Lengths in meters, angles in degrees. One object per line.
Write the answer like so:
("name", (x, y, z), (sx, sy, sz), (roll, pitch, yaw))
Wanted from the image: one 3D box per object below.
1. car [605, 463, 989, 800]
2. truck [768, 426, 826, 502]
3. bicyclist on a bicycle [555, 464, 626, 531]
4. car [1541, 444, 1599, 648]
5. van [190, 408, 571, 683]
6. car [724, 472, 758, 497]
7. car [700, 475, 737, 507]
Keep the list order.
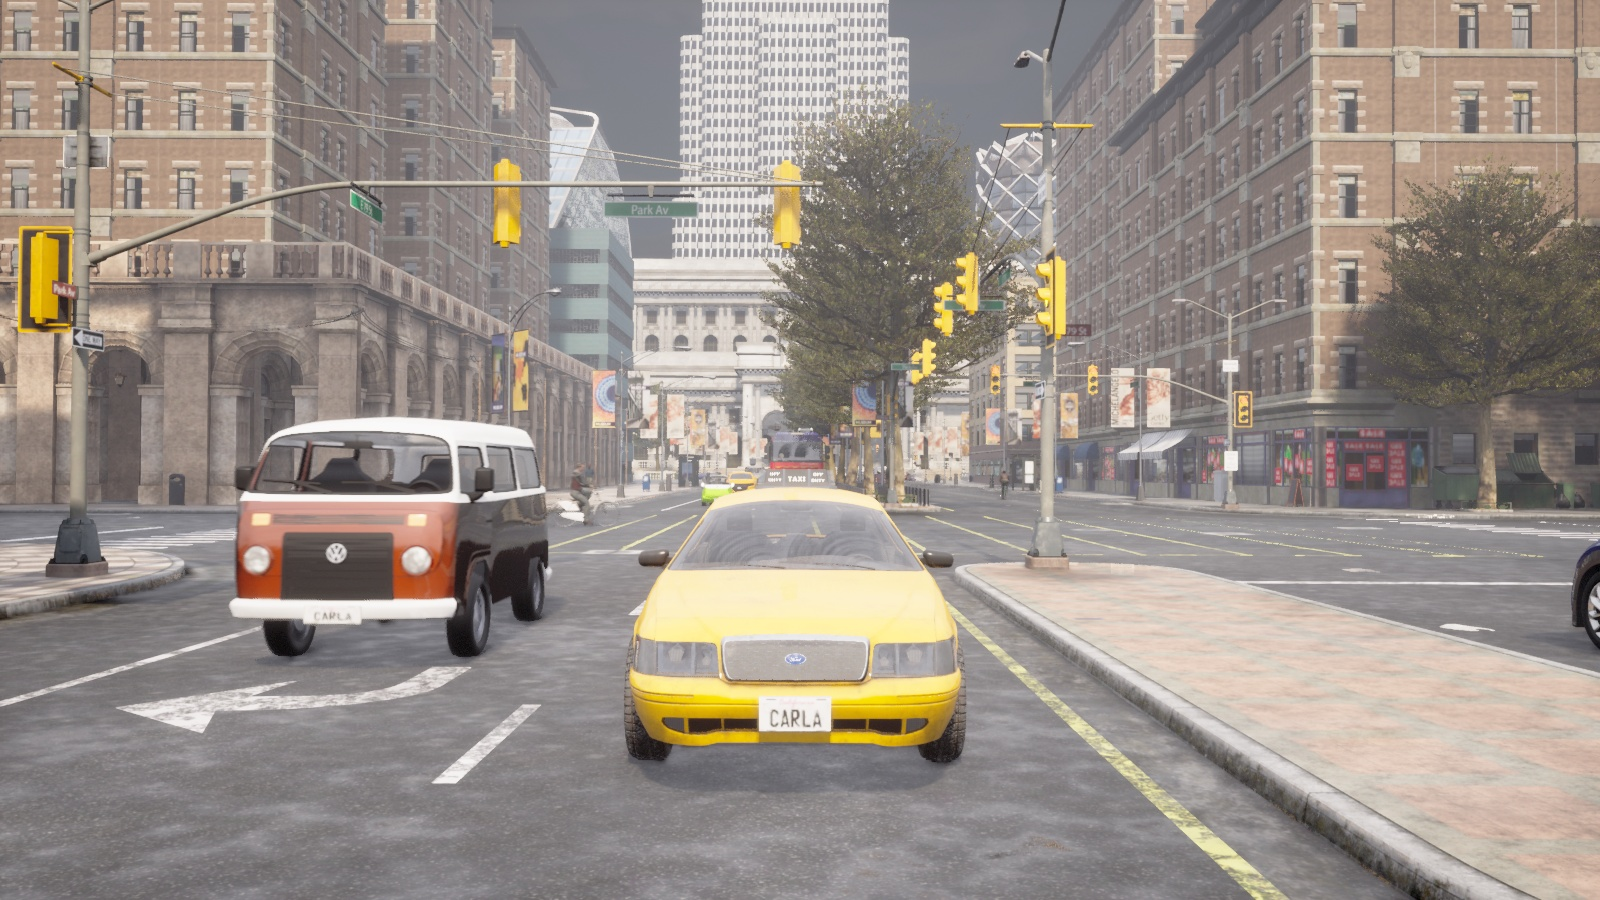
("car", (-0.020, 0.898, 8.598), (1.801, 1.575, 5.366), (0, -1, 0))
("truck", (-0.158, 0.786, 67.774), (2.891, 3.827, 8.468), (0, -1, 0))
("bicyclist on a bicycle", (-5.707, 1.280, 34.166), (1.843, 1.776, 0.659), (0, -1, -17))
("car", (7.978, 0.799, 9.444), (2.097, 1.767, 4.553), (0, -1, 0))
("van", (-3.531, 0.747, 11.600), (2.069, 2.038, 4.480), (0, -1, -1))
("car", (-3.680, 2.132, 79.070), (1.882, 1.535, 5.008), (0, -1, 0))
("car", (-3.627, 1.823, 56.088), (1.481, 1.376, 2.207), (0, -1, 0))
